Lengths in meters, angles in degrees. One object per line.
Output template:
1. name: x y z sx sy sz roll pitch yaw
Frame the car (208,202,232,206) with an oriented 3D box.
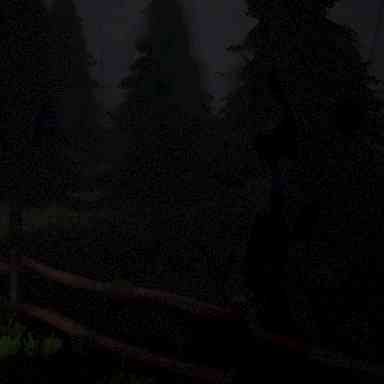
1. car: 2.827 1.589 38.281 4.181 1.385 1.994 0 0 -8
